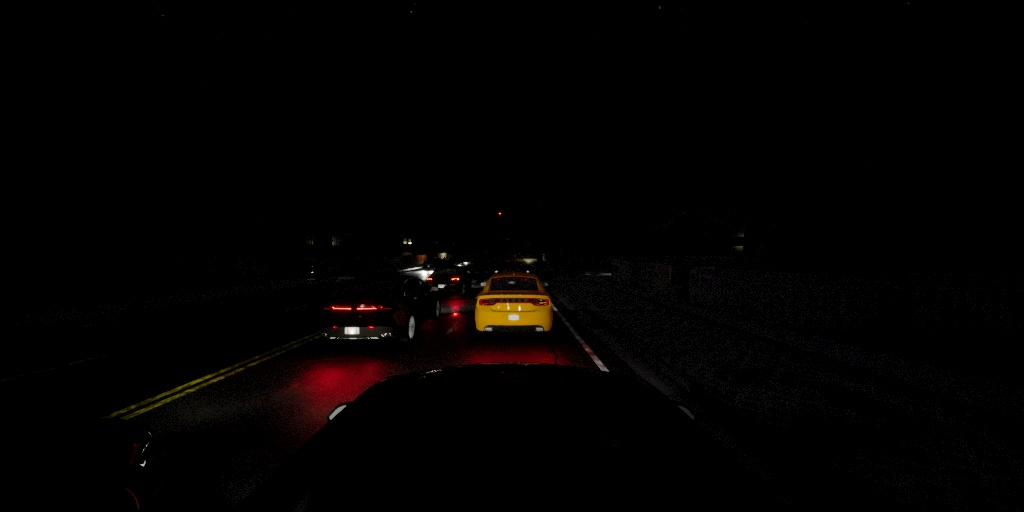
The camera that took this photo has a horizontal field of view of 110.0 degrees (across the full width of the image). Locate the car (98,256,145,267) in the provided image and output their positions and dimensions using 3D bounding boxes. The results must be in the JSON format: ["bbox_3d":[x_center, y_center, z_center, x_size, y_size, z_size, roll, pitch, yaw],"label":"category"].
[{"bbox_3d":[-33.248,1.056,31.698,5.566,2.045,2.150,-1,1,4],"label":"car"}]

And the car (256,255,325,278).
[{"bbox_3d":[-19.348,0.965,31.126,5.566,2.045,2.150,-1,1,0],"label":"car"}]

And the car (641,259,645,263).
[{"bbox_3d":[12.793,1.012,34.519,5.357,1.411,2.033,-1,1,-6],"label":"car"}]

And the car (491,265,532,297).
[{"bbox_3d":[0.008,1.247,19.364,1.994,1.385,4.181,0,0,1],"label":"car"}]

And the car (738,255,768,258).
[{"bbox_3d":[22.769,0.735,34.778,4.553,1.767,2.097,0,1,-2],"label":"car"}]

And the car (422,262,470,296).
[{"bbox_3d":[-3.248,1.212,18.899,1.812,1.442,4.674,0,0,1],"label":"car"}]

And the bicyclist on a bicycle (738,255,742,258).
[{"bbox_3d":[18.406,0.782,28.792,0.582,1.620,1.656,0,0,-2],"label":"bicyclist on a bicycle"}]

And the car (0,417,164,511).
[{"bbox_3d":[-3.149,1.228,0.180,1.882,1.535,5.008,0,0,0],"label":"car"}]

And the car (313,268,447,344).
[{"bbox_3d":[-3.190,1.239,9.590,1.837,1.490,4.892,0,0,0],"label":"car"}]

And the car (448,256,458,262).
[{"bbox_3d":[-9.934,0.904,54.343,1.994,1.385,4.181,0,1,0],"label":"car"}]

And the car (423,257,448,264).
[{"bbox_3d":[-9.918,0.932,45.159,2.128,1.511,4.902,0,1,0],"label":"car"}]

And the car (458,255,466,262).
[{"bbox_3d":[-9.914,0.655,63.949,1.882,1.535,5.008,0,1,0],"label":"car"}]

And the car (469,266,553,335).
[{"bbox_3d":[0.062,1.209,10.475,1.882,1.535,5.008,0,0,0],"label":"car"}]
